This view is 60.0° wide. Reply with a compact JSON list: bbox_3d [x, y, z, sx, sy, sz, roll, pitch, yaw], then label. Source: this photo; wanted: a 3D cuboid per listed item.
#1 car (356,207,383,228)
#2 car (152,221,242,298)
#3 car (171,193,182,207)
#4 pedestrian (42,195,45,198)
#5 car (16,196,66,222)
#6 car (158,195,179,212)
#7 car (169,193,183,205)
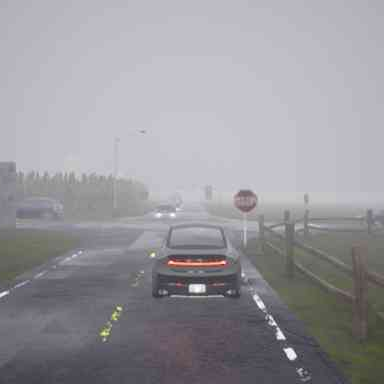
[{"bbox_3d":[14.614,1.789,24.329,4.902,1.511,2.128,1,0,0],"label":"car"},{"bbox_3d":[0.094,1.504,8.468,1.837,1.490,4.892,0,0,0],"label":"car"},{"bbox_3d":[-2.887,1.348,49.020,2.097,1.767,4.553,0,0,0],"label":"car"},{"bbox_3d":[-12.195,1.133,27.240,0.375,1.860,0.375,0,-2,0],"label":"pedestrian"},{"bbox_3d":[-11.672,1.180,24.216,4.553,1.767,2.097,1,-1,0],"label":"car"},{"bbox_3d":[-2.885,1.474,38.734,1.882,1.535,5.008,0,0,0],"label":"car"},{"bbox_3d":[-2.885,1.216,59.685,2.150,2.045,5.566,0,0,1],"label":"car"}]
